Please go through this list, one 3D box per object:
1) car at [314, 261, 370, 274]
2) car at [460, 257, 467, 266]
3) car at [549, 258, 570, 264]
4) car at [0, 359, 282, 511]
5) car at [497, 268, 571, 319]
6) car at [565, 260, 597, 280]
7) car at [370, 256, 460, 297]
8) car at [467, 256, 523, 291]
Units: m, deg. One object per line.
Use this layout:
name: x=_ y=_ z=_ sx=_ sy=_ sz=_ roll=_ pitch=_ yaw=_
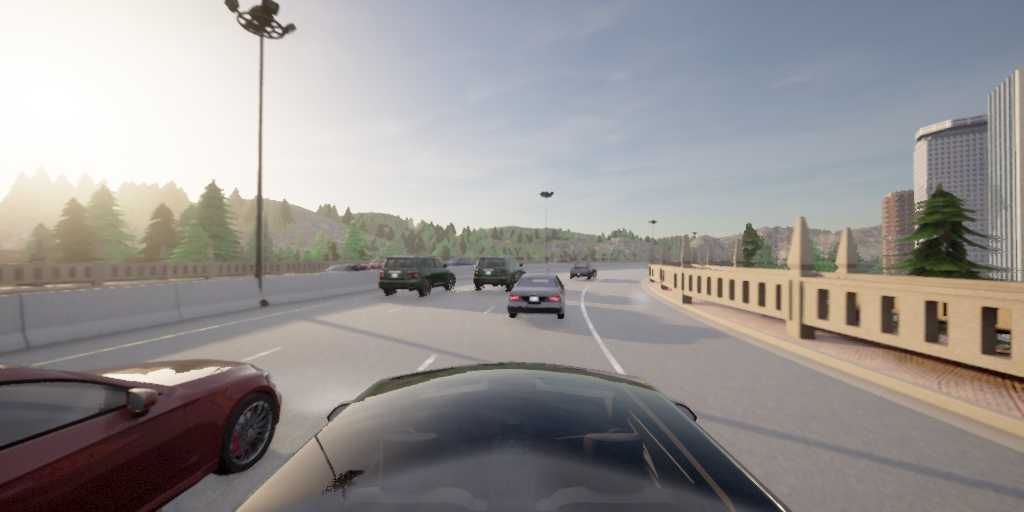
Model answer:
car: x=-11.214 y=1.296 z=23.909 sx=1.837 sy=1.490 sz=4.892 roll=0 pitch=0 yaw=14
car: x=-7.886 y=1.219 z=51.714 sx=2.150 sy=2.045 sz=5.566 roll=0 pitch=-1 yaw=29
car: x=8.497 y=1.456 z=63.612 sx=2.150 sy=2.045 sz=5.566 roll=0 pitch=-1 yaw=39
car: x=-3.308 y=1.259 z=1.797 sx=1.812 sy=1.442 sz=4.674 roll=0 pitch=0 yaw=0
car: x=1.028 y=1.334 z=13.105 sx=2.033 sy=1.411 sz=5.357 roll=0 pitch=0 yaw=9
car: x=6.699 y=1.390 z=33.311 sx=2.128 sy=1.511 sz=4.902 roll=0 pitch=0 yaw=22
car: x=-4.928 y=1.012 z=19.303 sx=2.150 sy=2.045 sz=5.566 roll=0 pitch=0 yaw=11
car: x=-0.654 y=1.040 z=22.342 sx=2.150 sy=2.045 sz=5.566 roll=0 pitch=0 yaw=14
